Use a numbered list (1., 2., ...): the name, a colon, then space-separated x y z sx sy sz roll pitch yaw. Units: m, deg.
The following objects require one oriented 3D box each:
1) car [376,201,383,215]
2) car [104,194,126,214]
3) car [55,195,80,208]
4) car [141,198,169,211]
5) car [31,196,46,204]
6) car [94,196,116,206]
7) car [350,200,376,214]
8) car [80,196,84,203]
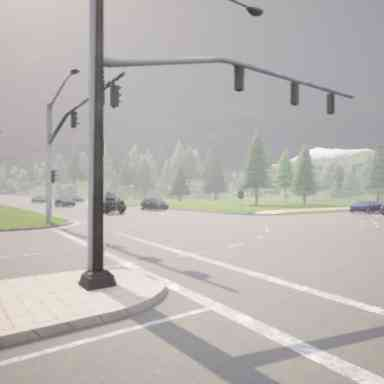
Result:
1. car: 21.659 1.530 34.765 4.553 1.767 2.097 0 0 -37
2. car: -9.103 1.211 35.494 2.150 2.045 5.566 0 0 -37
3. car: -18.380 1.428 48.192 1.882 1.535 5.008 0 0 -36
4. car: -4.674 1.530 41.302 1.837 1.490 4.892 0 0 -36
5. car: -28.971 1.448 62.808 2.033 1.411 5.357 0 0 -36
6. car: -14.403 1.488 54.637 1.837 1.490 4.892 0 0 -36
7. car: 19.829 1.648 37.767 5.008 1.535 1.882 0 0 -37
8. car: -23.377 1.373 67.018 1.837 1.490 4.892 0 0 -36
